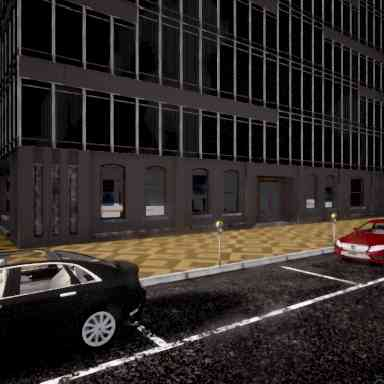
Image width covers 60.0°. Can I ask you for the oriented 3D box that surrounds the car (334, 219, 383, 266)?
[{"bbox_3d":[6.510,1.582,11.157,4.206,1.307,1.802,0,0,-35],"label":"car"}]

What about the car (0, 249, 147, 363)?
[{"bbox_3d":[-2.780,1.551,4.577,4.403,1.369,2.008,0,0,-35],"label":"car"}]
